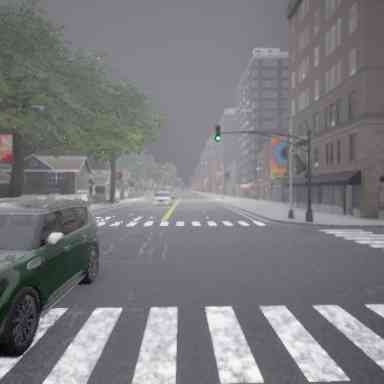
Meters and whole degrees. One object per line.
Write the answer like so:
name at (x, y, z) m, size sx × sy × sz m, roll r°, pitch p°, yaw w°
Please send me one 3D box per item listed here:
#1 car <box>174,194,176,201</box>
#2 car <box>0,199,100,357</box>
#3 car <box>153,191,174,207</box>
car at (-4.349, 0.796, 66.635) m, size 2.097 × 1.767 × 4.553 m, roll 0°, pitch 0°, yaw -1°
car at (-3.354, 1.215, 6.261) m, size 2.150 × 2.045 × 5.566 m, roll 0°, pitch 1°, yaw -1°
car at (-3.988, 0.947, 44.709) m, size 2.150 × 2.045 × 5.566 m, roll 0°, pitch 2°, yaw -1°
